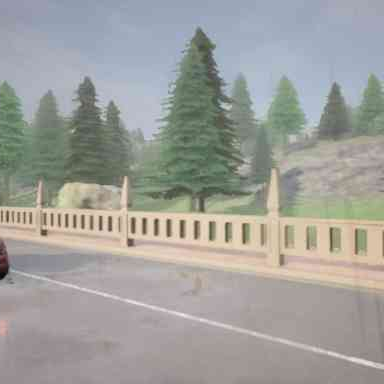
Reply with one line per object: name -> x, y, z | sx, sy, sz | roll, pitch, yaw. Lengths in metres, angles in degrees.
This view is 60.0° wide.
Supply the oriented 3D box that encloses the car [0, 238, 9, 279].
car -> -6.944, 1.434, 8.952 | 4.553, 1.767, 2.097 | -1, 0, 36
